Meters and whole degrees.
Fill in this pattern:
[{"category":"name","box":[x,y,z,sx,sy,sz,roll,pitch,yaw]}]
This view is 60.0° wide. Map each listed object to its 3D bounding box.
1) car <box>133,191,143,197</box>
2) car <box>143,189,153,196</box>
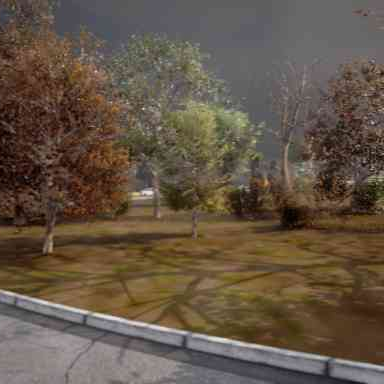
[{"category":"car","box":[-16.435,0.646,88.886,1.946,1.575,5.366,-1,2,44]},{"category":"car","box":[-12.404,0.127,93.044,2.435,2.045,5.566,-1,2,44]}]
